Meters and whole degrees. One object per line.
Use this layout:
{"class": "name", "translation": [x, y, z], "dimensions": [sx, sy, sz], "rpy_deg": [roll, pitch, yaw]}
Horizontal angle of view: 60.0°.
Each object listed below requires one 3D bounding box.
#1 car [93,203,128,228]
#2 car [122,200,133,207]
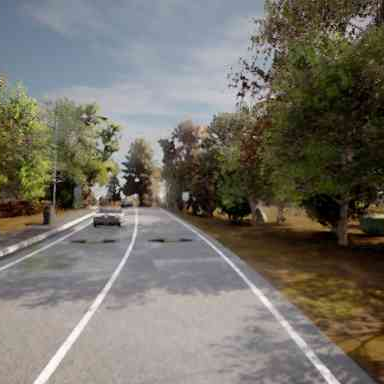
{"class": "car", "translation": [-5.781, 1.702, 23.400], "dimensions": [1.895, 1.301, 4.718], "rpy_deg": [1, 0, -9]}
{"class": "car", "translation": [-12.653, 2.215, 65.391], "dimensions": [1.994, 1.385, 4.181], "rpy_deg": [1, -3, -9]}
